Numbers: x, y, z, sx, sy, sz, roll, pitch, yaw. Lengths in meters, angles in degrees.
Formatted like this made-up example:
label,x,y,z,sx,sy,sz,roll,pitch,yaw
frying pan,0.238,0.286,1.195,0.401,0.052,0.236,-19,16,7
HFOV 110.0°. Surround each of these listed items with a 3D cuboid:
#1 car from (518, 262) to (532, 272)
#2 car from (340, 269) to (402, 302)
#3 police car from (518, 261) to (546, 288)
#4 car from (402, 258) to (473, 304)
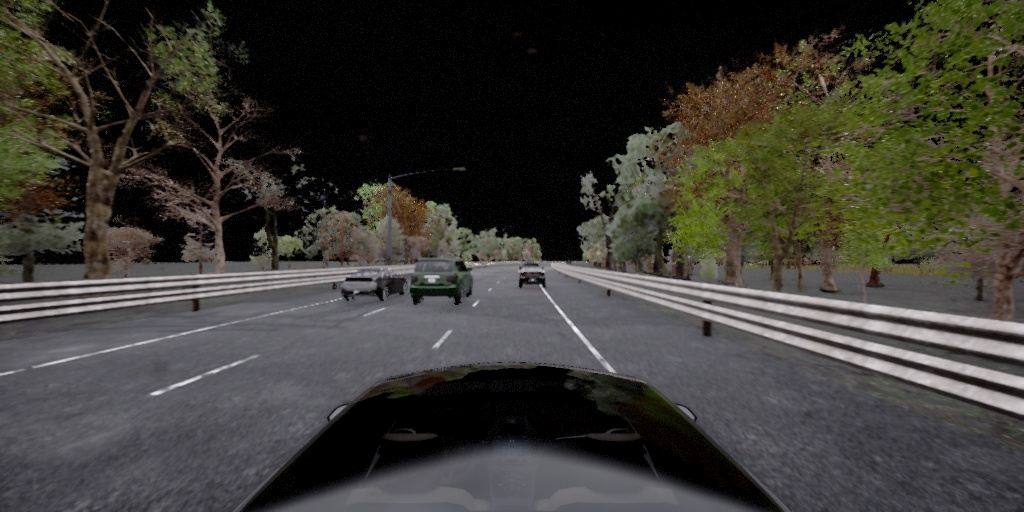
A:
label,x,y,z,sx,sy,sz,roll,pitch,yaw
car,2.237,1.839,60.559,2.128,1.511,4.902,0,-1,5
car,-6.703,1.390,17.981,2.128,1.511,4.902,0,-1,1
police car,1.457,1.415,26.475,1.930,1.638,5.238,0,-1,2
car,-3.223,1.117,17.313,2.150,2.045,5.566,0,-1,1
